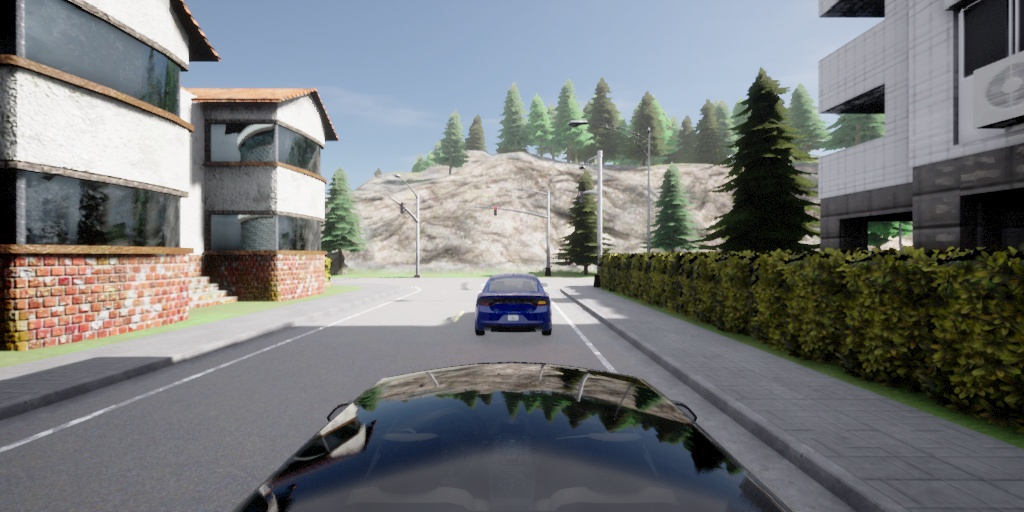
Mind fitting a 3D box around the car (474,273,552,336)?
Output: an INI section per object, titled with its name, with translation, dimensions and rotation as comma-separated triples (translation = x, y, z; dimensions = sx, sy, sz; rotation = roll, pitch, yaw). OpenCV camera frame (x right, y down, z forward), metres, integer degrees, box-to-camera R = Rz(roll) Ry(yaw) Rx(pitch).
[car]
translation = 0.047, 1.225, 10.459
dimensions = 1.882, 1.535, 5.008
rotation = 0, 0, 0
